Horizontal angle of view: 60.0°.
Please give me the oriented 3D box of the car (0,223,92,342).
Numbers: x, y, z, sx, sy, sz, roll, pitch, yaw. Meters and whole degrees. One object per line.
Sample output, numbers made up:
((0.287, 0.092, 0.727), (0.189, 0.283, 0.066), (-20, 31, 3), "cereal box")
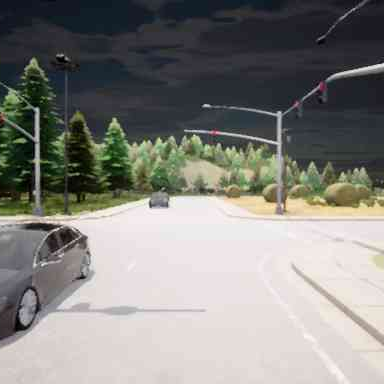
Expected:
((-3.483, 1.481, 6.728), (1.837, 1.490, 4.892), (0, 2, 0), "car")

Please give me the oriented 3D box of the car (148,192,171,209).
((-3.462, 0.826, 36.157), (2.097, 1.767, 4.553), (0, 0, 0), "car")
